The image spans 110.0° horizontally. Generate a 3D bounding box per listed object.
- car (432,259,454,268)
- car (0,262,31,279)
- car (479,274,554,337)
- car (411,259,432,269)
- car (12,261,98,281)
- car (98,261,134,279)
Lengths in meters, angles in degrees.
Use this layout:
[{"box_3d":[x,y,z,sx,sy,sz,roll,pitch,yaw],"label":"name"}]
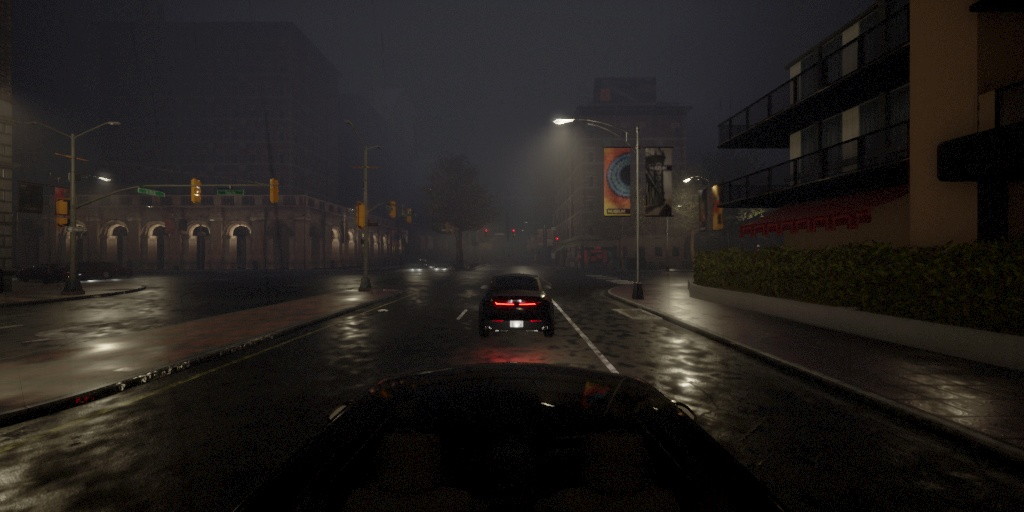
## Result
[{"box_3d":[-11.302,1.313,58.747,1.994,1.385,4.181,0,0,0],"label":"car"},{"box_3d":[-47.094,1.275,32.459,4.674,1.442,1.812,0,0,1],"label":"car"},{"box_3d":[0.117,1.255,10.339,1.837,1.490,4.892,0,0,0],"label":"car"},{"box_3d":[-14.808,1.241,57.978,2.128,1.511,4.902,0,0,0],"label":"car"},{"box_3d":[-36.850,1.314,28.924,4.181,1.385,1.994,0,0,0],"label":"car"},{"box_3d":[-37.253,1.227,32.424,5.008,1.535,1.882,0,0,0],"label":"car"}]
